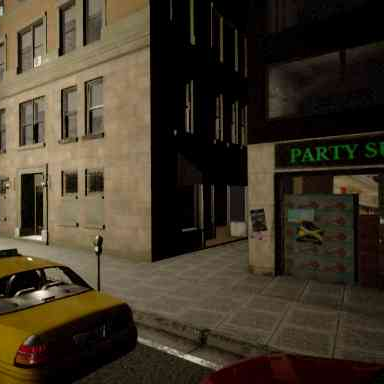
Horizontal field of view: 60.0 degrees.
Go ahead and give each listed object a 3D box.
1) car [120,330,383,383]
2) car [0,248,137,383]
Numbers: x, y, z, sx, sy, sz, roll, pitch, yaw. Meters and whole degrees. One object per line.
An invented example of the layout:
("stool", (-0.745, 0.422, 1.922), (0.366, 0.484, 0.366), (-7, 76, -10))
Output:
("car", (1.799, 1.582, 1.571), (4.206, 1.307, 1.802), (0, -1, 36))
("car", (-2.955, 1.526, 4.970), (4.829, 1.417, 1.752), (0, -1, 36))
